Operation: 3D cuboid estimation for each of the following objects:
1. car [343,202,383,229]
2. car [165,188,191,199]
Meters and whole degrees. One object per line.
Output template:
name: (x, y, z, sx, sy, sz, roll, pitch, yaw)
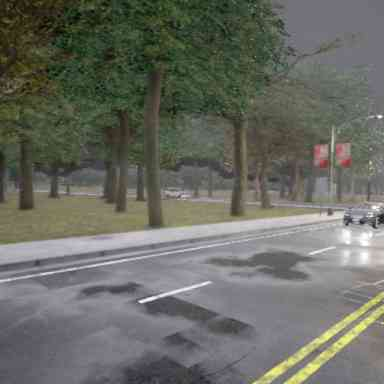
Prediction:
car: (11.352, 1.401, 21.237, 4.902, 1.511, 2.128, 1, 1, -45)
car: (-2.729, 0.269, 61.855, 2.150, 2.045, 5.566, 0, 1, -44)
